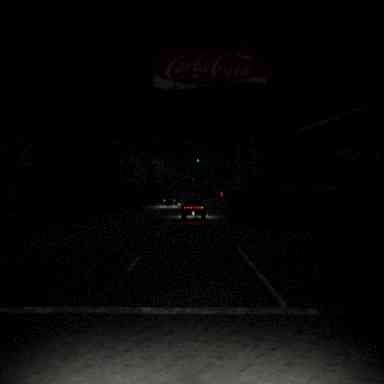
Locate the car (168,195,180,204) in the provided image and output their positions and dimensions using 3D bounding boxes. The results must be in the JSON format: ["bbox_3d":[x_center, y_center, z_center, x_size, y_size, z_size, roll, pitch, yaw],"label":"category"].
[{"bbox_3d":[-3.480,1.412,63.996,2.033,1.411,5.357,0,0,0],"label":"car"}]

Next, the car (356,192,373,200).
[{"bbox_3d":[38.299,0.886,75.008,1.905,1.878,3.866,0,0,0],"label":"car"}]

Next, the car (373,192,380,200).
[{"bbox_3d":[41.204,0.890,75.427,1.932,1.855,4.605,0,0,0],"label":"car"}]

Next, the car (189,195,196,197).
[{"bbox_3d":[0.030,1.373,89.695,1.994,1.385,4.181,0,0,0],"label":"car"}]

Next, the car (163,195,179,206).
[{"bbox_3d":[-3.495,1.227,53.673,2.097,1.767,4.553,0,0,0],"label":"car"}]

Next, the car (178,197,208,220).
[{"bbox_3d":[0.192,1.460,27.081,1.837,1.490,4.892,-1,-3,2],"label":"car"}]

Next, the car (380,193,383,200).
[{"bbox_3d":[34.865,1.144,56.905,2.007,1.523,4.514,0,0,0],"label":"car"}]
